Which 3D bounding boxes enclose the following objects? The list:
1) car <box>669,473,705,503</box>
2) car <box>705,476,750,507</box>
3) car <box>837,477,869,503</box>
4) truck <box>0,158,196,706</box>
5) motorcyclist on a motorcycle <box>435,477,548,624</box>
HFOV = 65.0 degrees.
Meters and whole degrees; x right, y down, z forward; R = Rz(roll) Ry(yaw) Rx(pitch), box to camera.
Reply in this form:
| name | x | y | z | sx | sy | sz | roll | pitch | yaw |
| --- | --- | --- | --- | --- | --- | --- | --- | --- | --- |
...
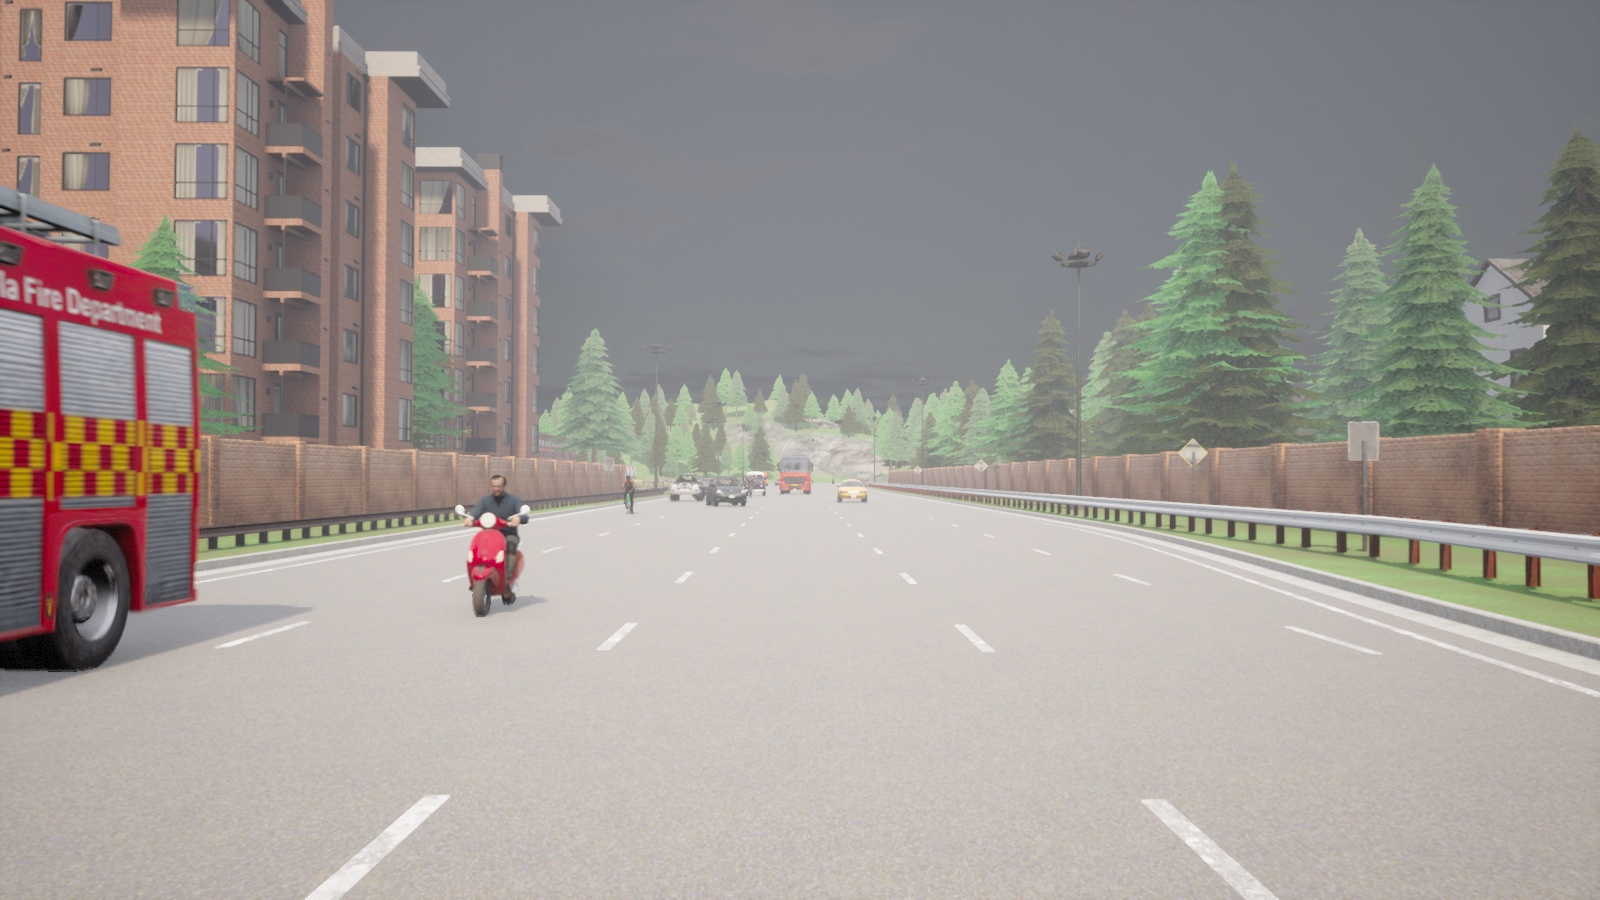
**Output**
| name | x | y | z | sx | sy | sz | roll | pitch | yaw |
| --- | --- | --- | --- | --- | --- | --- | --- | --- | --- |
| car | -7.202 | 2.425 | 80.486 | 1.932 | 1.855 | 4.605 | 0 | -1 | 0 |
| car | -3.890 | 2.203 | 67.180 | 1.851 | 1.617 | 3.988 | 0 | -1 | -11 |
| car | 3.301 | 2.484 | 79.515 | 1.801 | 1.575 | 5.366 | 0 | -1 | 0 |
| truck | -7.024 | -0.153 | 7.349 | 2.891 | 3.827 | 8.468 | 0 | -1 | 0 |
| motorcyclist on a motorcycle | -3.537 | 1.109 | 14.570 | 0.866 | 1.590 | 1.817 | 0 | -1 | 0 |
